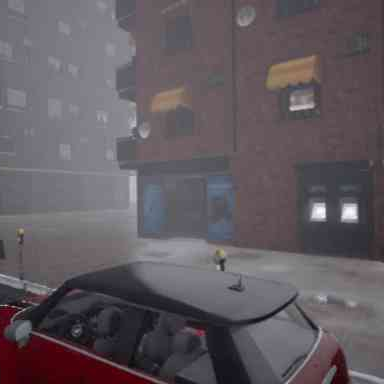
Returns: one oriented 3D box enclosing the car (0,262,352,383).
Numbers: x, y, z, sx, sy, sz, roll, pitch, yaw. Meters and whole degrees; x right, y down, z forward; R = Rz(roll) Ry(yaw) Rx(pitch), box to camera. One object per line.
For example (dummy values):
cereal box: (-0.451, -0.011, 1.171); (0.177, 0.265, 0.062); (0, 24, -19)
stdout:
car: (-0.683, 1.465, 3.361); (4.097, 1.590, 1.967); (-1, -1, 35)
